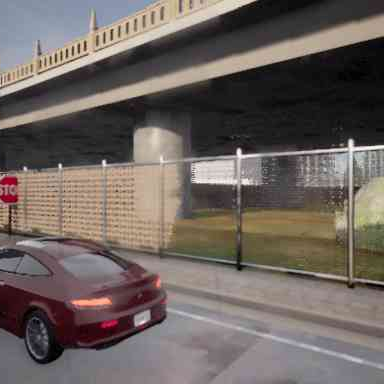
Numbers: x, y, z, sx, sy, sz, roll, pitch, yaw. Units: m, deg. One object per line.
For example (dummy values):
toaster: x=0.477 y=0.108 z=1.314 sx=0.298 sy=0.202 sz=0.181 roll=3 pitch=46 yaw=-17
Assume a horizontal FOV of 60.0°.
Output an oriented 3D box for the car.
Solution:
car: x=-2.540 y=1.519 z=5.799 sx=4.674 sy=1.442 sz=1.812 roll=0 pitch=0 yaw=35
